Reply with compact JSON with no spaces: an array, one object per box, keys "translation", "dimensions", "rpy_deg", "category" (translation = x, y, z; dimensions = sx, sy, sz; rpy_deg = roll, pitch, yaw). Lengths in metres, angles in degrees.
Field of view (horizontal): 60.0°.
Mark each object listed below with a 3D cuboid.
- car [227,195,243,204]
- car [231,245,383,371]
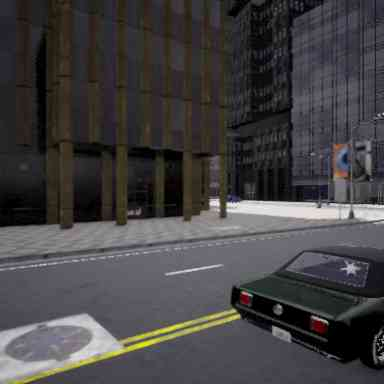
[{"translation":[7.794,1.403,63.718],"dimensions":[1.882,1.535,5.008],"rpy_deg":[0,0,-25],"category":"car"},{"translation":[3.000,1.597,5.701],"dimensions":[4.718,1.301,1.895],"rpy_deg":[0,0,-35],"category":"car"}]
